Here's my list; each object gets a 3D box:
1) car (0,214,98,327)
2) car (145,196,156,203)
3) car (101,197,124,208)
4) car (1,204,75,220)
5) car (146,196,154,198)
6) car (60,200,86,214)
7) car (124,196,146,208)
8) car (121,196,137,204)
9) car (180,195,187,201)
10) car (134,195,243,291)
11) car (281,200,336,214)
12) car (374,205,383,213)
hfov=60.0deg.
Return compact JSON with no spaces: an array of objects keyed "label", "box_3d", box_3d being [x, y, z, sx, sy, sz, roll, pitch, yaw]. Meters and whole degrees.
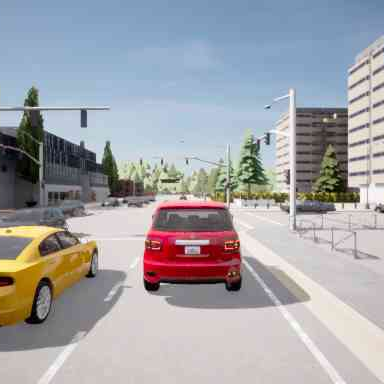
[{"label":"car","box_3d":[-3.478,1.478,7.147,1.882,1.535,5.008,0,0,0]},{"label":"car","box_3d":[-8.921,1.540,71.959,2.033,1.411,5.357,0,0,-2]},{"label":"car","box_3d":[-11.870,1.491,48.549,2.128,1.511,4.902,0,0,-2]},{"label":"car","box_3d":[-7.284,1.505,15.333,1.837,1.490,4.892,0,0,-1]},{"label":"car","box_3d":[-8.649,1.491,59.512,2.128,1.511,4.902,0,0,-1]},{"label":"car","box_3d":[-11.273,1.506,30.751,1.837,1.490,4.892,0,0,-2]},{"label":"car","box_3d":[-8.391,1.505,49.302,1.837,1.490,4.892,0,0,-2]},{"label":"car","box_3d":[-12.244,1.546,64.908,2.033,1.411,5.357,0,0,-1]},{"label":"car","box_3d":[-2.338,1.524,87.216,1.812,1.442,4.674,0,0,-2]},{"label":"car","box_3d":[0.016,1.221,9.135,2.150,2.045,5.566,0,0,0]},{"label":"car","box_3d":[12.083,1.547,34.603,5.357,1.411,2.033,0,0,-2]},{"label":"car","box_3d":[22.166,1.547,34.908,5.357,1.411,2.033,0,0,-2]}]
